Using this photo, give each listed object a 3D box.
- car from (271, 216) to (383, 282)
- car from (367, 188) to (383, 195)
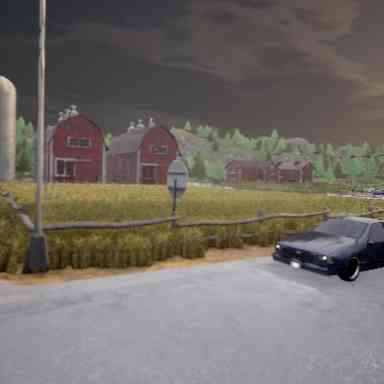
[{"bbox_3d":[4.786,1.445,9.612,5.357,1.411,2.033,1,3,-33],"label":"car"},{"bbox_3d":[42.751,0.072,74.722,2.242,1.667,4.611,0,3,-34],"label":"car"}]
